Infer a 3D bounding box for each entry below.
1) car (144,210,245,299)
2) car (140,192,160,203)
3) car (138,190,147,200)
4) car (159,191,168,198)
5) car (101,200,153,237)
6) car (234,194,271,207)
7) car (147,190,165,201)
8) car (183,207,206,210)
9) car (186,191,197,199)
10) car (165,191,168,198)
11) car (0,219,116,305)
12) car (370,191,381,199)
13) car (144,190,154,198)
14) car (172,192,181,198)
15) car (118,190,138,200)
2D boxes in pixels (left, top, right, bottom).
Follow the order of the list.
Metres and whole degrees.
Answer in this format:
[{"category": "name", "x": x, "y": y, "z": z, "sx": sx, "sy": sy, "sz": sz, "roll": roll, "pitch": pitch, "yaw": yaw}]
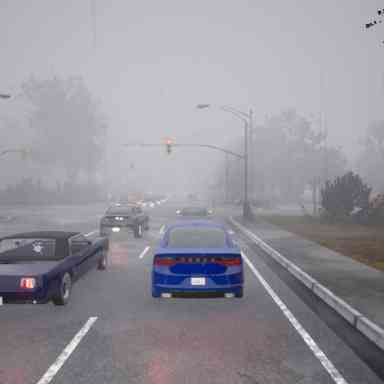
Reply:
[{"category": "car", "x": 0.114, "y": 1.446, "z": 8.488, "sx": 1.882, "sy": 1.535, "sz": 5.008, "roll": 0, "pitch": 0, "yaw": 0}, {"category": "car", "x": -7.005, "y": 1.127, "z": 55.409, "sx": 1.994, "sy": 1.385, "sz": 4.181, "roll": 0, "pitch": 1, "yaw": 0}, {"category": "car", "x": -10.461, "y": 0.709, "z": 63.383, "sx": 2.150, "sy": 2.045, "sz": 5.566, "roll": 0, "pitch": 1, "yaw": 0}, {"category": "car", "x": -7.299, "y": 0.571, "z": 84.477, "sx": 2.097, "sy": 1.767, "sz": 4.553, "roll": 0, "pitch": 1, "yaw": -3}, {"category": "car", "x": -3.373, "y": 1.402, "z": 17.194, "sx": 1.837, "sy": 1.490, "sz": 4.892, "roll": 0, "pitch": 0, "yaw": 0}, {"category": "car", "x": 7.722, "y": 1.026, "z": 42.770, "sx": 4.553, "sy": 1.767, "sz": 2.097, "roll": 0, "pitch": 0, "yaw": 2}, {"category": "car", "x": -6.963, "y": 0.956, "z": 64.218, "sx": 1.882, "sy": 1.535, "sz": 5.008, "roll": 0, "pitch": 1, "yaw": 0}, {"category": "car", "x": 0.127, "y": 1.459, "z": 17.470, "sx": 1.994, "sy": 1.385, "sz": 4.181, "roll": 0, "pitch": 0, "yaw": 0}, {"category": "car", "x": 0.049, "y": 0.872, "z": 73.516, "sx": 1.837, "sy": 1.490, "sz": 4.892, "roll": 0, "pitch": 1, "yaw": -1}, {"category": "car", "x": -6.982, "y": 0.957, "z": 74.243, "sx": 1.895, "sy": 1.301, "sz": 4.718, "roll": 0, "pitch": 1, "yaw": -1}, {"category": "car", "x": -3.387, "y": 1.573, "z": 7.942, "sx": 1.895, "sy": 1.301, "sz": 4.718, "roll": 0, "pitch": 0, "yaw": 0}, {"category": "car", "x": 24.608, "y": 0.891, "z": 43.331, "sx": 5.566, "sy": 2.045, "sz": 2.150, "roll": 0, "pitch": 0, "yaw": -3}, {"category": "car", "x": -10.789, "y": 0.445, "z": 84.178, "sx": 2.150, "sy": 2.045, "sz": 5.566, "roll": 0, "pitch": 1, "yaw": -3}, {"category": "car", "x": -3.854, "y": 0.741, "z": 85.559, "sx": 2.033, "sy": 1.411, "sz": 5.357, "roll": 0, "pitch": 1, "yaw": -4}, {"category": "car", "x": -10.534, "y": 0.930, "z": 53.800, "sx": 2.097, "sy": 1.767, "sz": 4.553, "roll": 0, "pitch": 0, "yaw": 1}]
